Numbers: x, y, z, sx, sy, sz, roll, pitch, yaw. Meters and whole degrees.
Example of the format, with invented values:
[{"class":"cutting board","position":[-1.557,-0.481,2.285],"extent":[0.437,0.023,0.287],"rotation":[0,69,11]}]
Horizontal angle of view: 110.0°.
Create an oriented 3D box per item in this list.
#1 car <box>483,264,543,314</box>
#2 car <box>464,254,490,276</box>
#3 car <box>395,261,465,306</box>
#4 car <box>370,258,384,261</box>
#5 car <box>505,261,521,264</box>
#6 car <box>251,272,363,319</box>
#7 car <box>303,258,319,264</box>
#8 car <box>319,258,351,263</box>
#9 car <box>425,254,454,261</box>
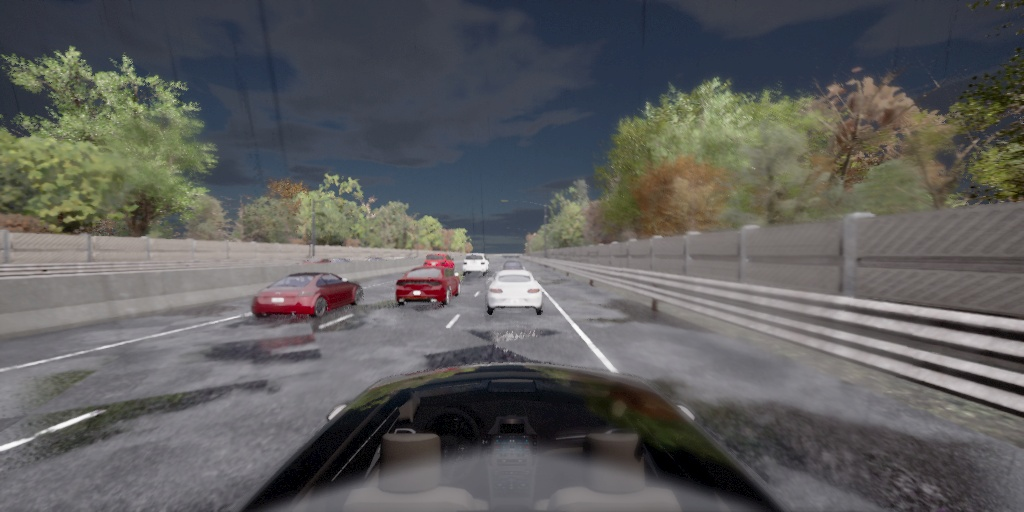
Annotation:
[{"class":"car","position":[0.094,1.211,13.288],"extent":[1.812,1.442,4.674],"rotation":[0,0,0]},{"class":"car","position":[-3.408,0.799,34.628],"extent":[2.150,2.045,5.566],"rotation":[0,0,0]},{"class":"car","position":[-3.403,1.152,15.306],"extent":[1.882,1.535,5.008],"rotation":[0,0,0]},{"class":"car","position":[-17.576,1.012,46.214],"extent":[2.128,1.511,4.902],"rotation":[0,0,0]},{"class":"car","position":[0.093,1.146,30.123],"extent":[2.033,1.411,5.357],"rotation":[0,0,0]},{"class":"car","position":[-6.902,1.253,12.587],"extent":[1.994,1.385,4.181],"rotation":[0,0,0]},{"class":"car","position":[-24.574,0.999,45.570],"extent":[1.882,1.535,5.008],"rotation":[0,0,0]},{"class":"car","position":[-21.082,1.076,44.222],"extent":[2.033,1.411,5.357],"rotation":[0,0,0]},{"class":"car","position":[-6.907,0.800,34.437],"extent":[2.150,2.045,5.566],"rotation":[0,0,0]}]
